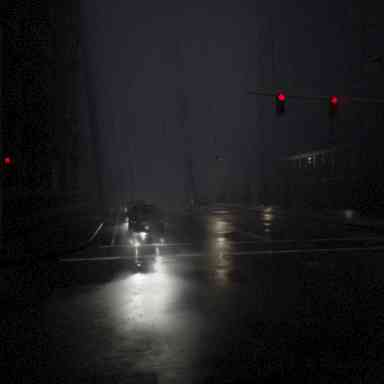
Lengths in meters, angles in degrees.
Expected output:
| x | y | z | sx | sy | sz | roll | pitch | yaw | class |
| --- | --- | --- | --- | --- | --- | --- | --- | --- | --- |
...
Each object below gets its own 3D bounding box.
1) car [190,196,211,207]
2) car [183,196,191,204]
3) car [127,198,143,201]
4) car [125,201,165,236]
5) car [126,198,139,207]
| x | y | z | sx | sy | sz | roll | pitch | yaw | class |
| --- | --- | --- | --- | --- | --- | --- | --- | --- | --- |
| 1.592 | 1.489 | 51.423 | 2.128 | 1.511 | 4.902 | 0 | 0 | -11 | car |
| -0.470 | 1.523 | 61.359 | 1.812 | 1.442 | 4.674 | 0 | 0 | -11 | car |
| -5.252 | 1.488 | 31.619 | 2.128 | 1.511 | 4.902 | 0 | 0 | -11 | car |
| -2.659 | 1.491 | 18.745 | 2.128 | 1.511 | 4.902 | 0 | 0 | -11 | car |
| -9.506 | 1.599 | 53.019 | 1.895 | 1.301 | 4.718 | 0 | 0 | -11 | car |
